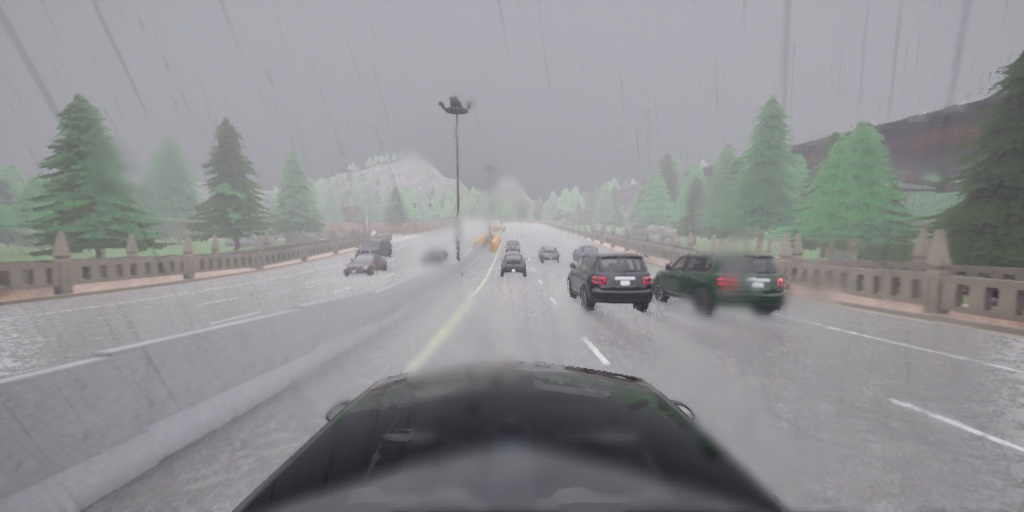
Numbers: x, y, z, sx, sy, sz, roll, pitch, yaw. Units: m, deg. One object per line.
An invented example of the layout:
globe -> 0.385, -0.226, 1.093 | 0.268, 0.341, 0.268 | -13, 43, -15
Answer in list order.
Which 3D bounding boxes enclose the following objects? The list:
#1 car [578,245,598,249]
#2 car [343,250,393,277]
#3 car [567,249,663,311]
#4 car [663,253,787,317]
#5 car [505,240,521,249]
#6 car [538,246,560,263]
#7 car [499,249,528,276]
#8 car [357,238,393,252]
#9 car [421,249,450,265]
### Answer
car -> 7.104, -0.243, 34.089 | 2.097, 1.767, 4.553 | 0, 6, 0
car -> -10.594, 0.608, 26.284 | 1.812, 1.442, 4.674 | 0, 4, 0
car -> 3.602, 0.886, 14.090 | 2.150, 2.045, 5.566 | 0, 1, 0
car -> 7.102, 0.906, 13.002 | 2.150, 2.045, 5.566 | 0, 1, 0
car -> 0.126, -1.248, 44.572 | 2.033, 1.411, 5.357 | 0, 7, 0
car -> 3.605, -0.247, 35.465 | 2.128, 1.511, 4.902 | 0, 6, 0
car -> 0.103, 0.555, 26.724 | 1.837, 1.490, 4.892 | 0, 4, 0
car -> -14.081, -0.694, 37.038 | 2.150, 2.045, 5.566 | 0, 7, 0
car -> -7.087, 0.062, 33.539 | 1.895, 1.301, 4.718 | 0, 6, 0
